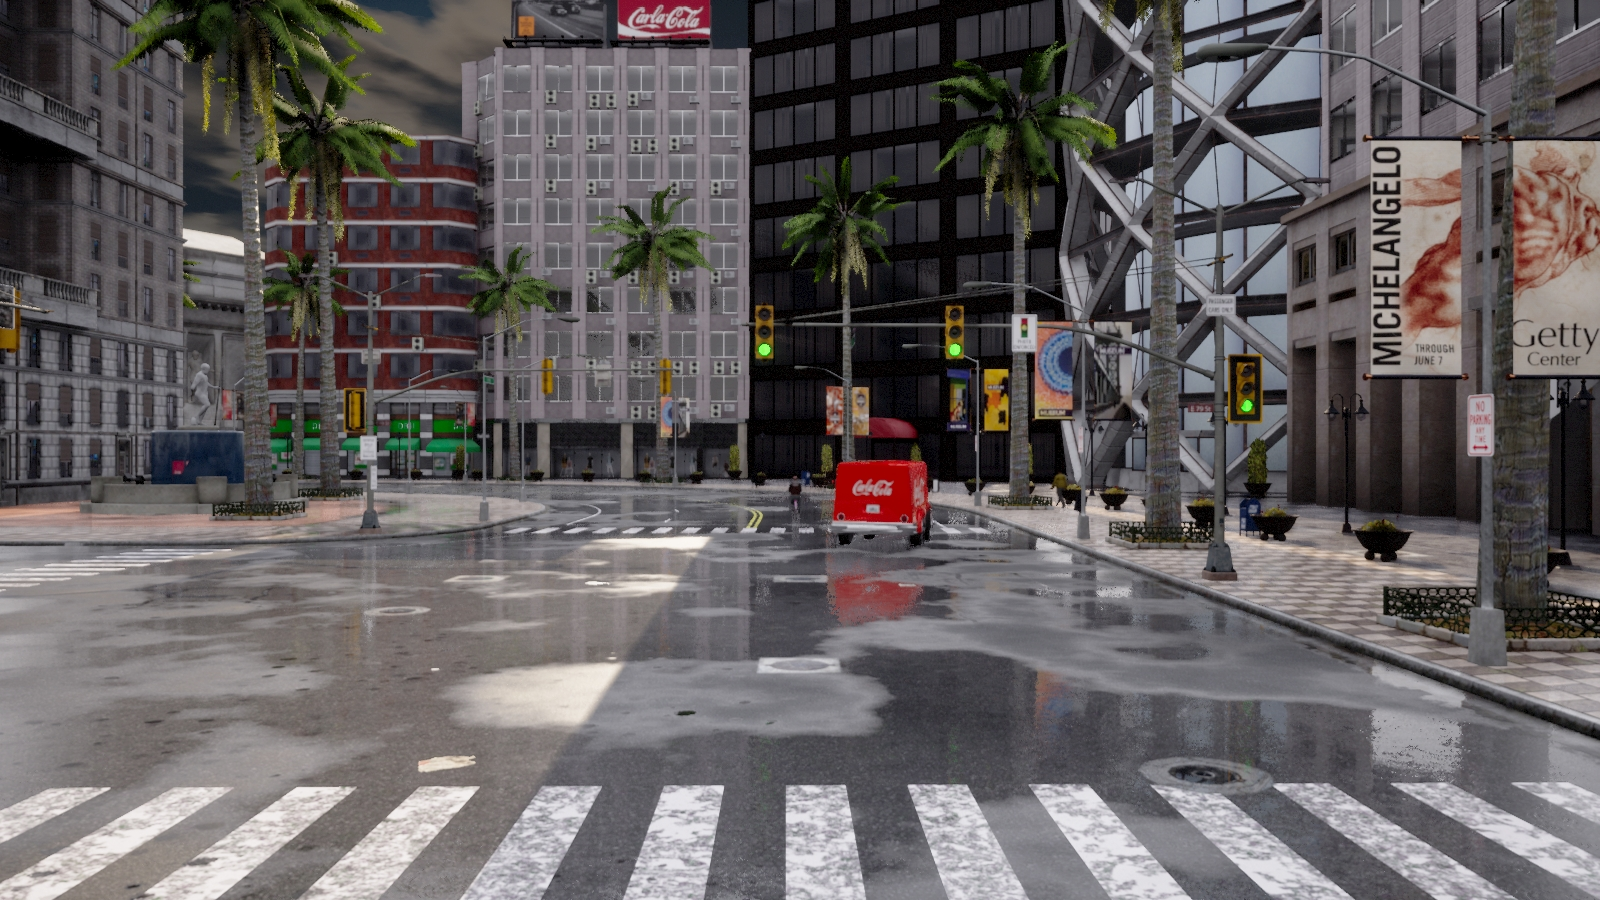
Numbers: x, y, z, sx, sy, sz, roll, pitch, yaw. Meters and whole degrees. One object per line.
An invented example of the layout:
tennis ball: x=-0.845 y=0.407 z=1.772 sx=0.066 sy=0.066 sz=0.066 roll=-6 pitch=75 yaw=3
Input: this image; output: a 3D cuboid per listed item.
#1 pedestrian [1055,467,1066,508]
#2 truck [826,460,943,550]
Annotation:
pedestrian: x=11.763 y=1.697 z=51.566 sx=0.375 sy=1.860 sz=0.375 roll=0 pitch=0 yaw=-13
truck: x=2.692 y=1.568 z=34.935 sx=2.627 sy=2.467 sz=5.204 roll=1 pitch=0 yaw=15
